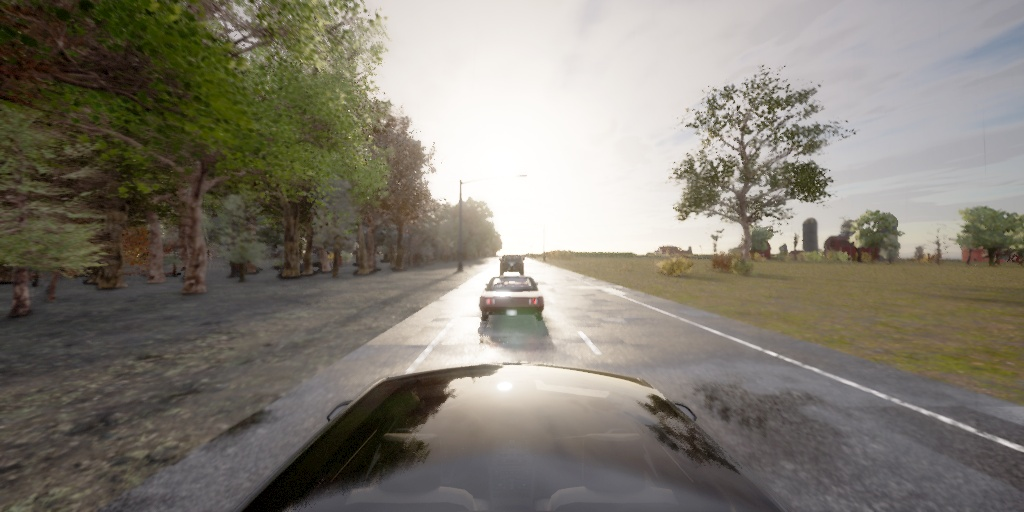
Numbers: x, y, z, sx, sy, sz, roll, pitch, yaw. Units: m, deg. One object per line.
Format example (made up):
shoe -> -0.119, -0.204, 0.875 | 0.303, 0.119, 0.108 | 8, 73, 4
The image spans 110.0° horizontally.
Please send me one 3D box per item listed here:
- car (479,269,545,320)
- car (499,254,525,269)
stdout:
car -> -0.003, 1.296, 12.309 | 1.895, 1.301, 4.718 | 0, 0, 0
car -> -0.011, 0.808, 32.798 | 2.150, 2.045, 5.566 | 0, 0, 0
